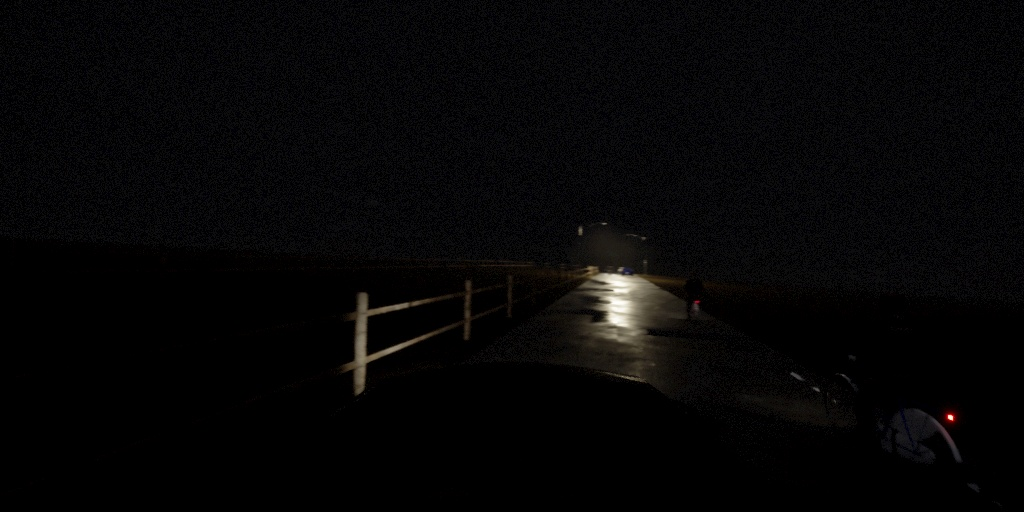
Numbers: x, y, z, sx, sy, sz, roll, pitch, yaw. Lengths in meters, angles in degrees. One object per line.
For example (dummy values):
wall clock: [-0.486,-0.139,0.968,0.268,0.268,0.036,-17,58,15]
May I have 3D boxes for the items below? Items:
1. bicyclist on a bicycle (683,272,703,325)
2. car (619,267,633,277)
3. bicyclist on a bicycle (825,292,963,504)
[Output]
bicyclist on a bicycle: [6.206,1.413,12.351,0.659,1.776,1.843,1,-1,16]
car: [18.326,2.519,57.244,1.812,1.442,4.674,1,-1,16]
bicyclist on a bicycle: [3.752,1.241,3.695,0.659,1.776,1.843,1,0,16]
